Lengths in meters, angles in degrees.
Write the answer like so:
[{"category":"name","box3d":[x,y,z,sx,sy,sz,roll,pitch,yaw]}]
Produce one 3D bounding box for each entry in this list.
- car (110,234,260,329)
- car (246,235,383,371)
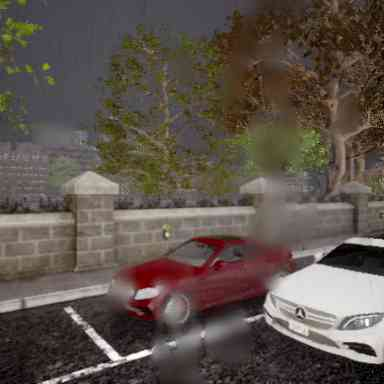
[{"category":"car","box3d":[0.447,1.577,6.877,4.206,1.307,1.802,0,0,-35]},{"category":"car","box3d":[3.298,1.518,5.712,4.674,1.442,1.812,0,0,-35]}]
